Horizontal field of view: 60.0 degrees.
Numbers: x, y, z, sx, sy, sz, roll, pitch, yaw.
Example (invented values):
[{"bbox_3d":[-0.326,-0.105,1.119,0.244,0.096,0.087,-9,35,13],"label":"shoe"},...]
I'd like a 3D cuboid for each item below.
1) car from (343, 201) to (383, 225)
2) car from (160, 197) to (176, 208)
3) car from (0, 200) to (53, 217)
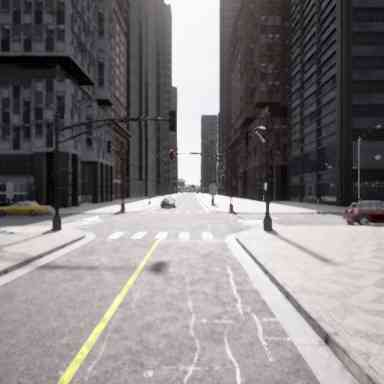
[{"bbox_3d":[11.885,1.283,21.018,4.097,1.590,1.967,0,0,0],"label":"car"},{"bbox_3d":[-3.020,1.346,42.925,2.033,1.411,5.357,0,1,0],"label":"car"},{"bbox_3d":[-15.030,1.422,29.696,4.829,1.417,1.752,0,0,0],"label":"car"}]
